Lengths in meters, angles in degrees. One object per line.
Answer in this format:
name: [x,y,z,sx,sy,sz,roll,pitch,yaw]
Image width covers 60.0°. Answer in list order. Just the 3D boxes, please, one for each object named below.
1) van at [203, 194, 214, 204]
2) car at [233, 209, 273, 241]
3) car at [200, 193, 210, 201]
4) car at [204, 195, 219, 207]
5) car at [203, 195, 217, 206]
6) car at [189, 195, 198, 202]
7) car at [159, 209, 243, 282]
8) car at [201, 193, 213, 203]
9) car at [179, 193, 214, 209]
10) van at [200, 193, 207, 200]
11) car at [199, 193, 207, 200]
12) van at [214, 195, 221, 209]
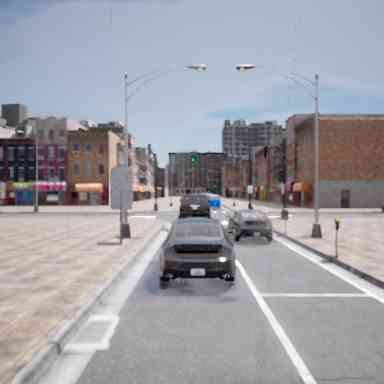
van: [2.889,1.200,59.398,1.690,1.788,3.998,0,0,0]
car: [2.701,1.499,15.970,2.008,1.369,4.403,0,0,0]
car: [2.960,1.150,75.824,2.192,1.841,5.009,0,0,0]
car: [2.842,1.318,48.447,1.967,1.590,4.097,0,0,0]
car: [2.866,1.308,53.923,1.967,1.590,4.097,0,0,0]
car: [0.314,1.371,73.021,2.033,1.411,5.357,0,0,0]
car: [0.139,1.472,9.607,1.837,1.490,4.892,0,0,0]
car: [2.911,1.166,64.871,2.192,1.841,5.009,0,0,0]
car: [0.205,1.156,24.461,2.150,2.045,5.566,0,0,1]
van: [3.008,1.160,86.775,1.690,1.788,3.998,0,0,0]
car: [3.032,1.126,92.250,2.192,1.841,5.009,0,0,0]
van: [2.818,1.229,42.972,1.690,1.788,3.998,0,0,0]
